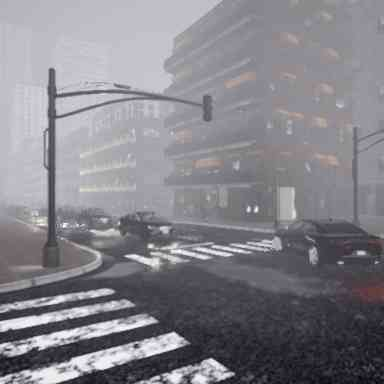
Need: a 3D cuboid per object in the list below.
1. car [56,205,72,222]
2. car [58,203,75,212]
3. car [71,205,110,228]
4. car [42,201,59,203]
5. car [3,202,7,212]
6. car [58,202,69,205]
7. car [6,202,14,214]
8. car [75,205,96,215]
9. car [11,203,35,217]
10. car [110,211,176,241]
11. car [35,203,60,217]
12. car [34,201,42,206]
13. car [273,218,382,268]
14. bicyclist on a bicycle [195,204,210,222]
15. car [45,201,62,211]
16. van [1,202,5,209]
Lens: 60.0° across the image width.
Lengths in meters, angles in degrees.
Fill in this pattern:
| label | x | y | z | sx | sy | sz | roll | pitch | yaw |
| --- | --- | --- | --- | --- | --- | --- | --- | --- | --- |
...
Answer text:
| label | x | y | z | sx | sy | sz | roll | pitch | yaw |
| --- | --- | --- | --- | --- | --- | --- | --- | --- | --- |
| car | -13.183 | 2.368 | 35.135 | 1.895 | 1.301 | 4.718 | 0 | -1 | -34 |
| car | -22.269 | 2.799 | 59.070 | 1.752 | 1.417 | 4.829 | -1 | -1 | -34 |
| car | -8.002 | 2.077 | 27.389 | 2.128 | 1.511 | 4.902 | 0 | -1 | -34 |
| car | -23.248 | 2.698 | 55.716 | 1.882 | 1.535 | 5.008 | 0 | -1 | -34 |
| car | -29.125 | 2.793 | 54.307 | 2.008 | 1.369 | 4.403 | -1 | -1 | -34 |
| car | -17.712 | 2.591 | 47.524 | 1.994 | 1.385 | 4.181 | 0 | -1 | -33 |
| car | -26.009 | 2.573 | 49.655 | 1.967 | 1.590 | 4.097 | -1 | -1 | -34 |
| car | -15.938 | 2.633 | 49.622 | 1.802 | 1.307 | 4.206 | -1 | -1 | -34 |
| car | -22.889 | 2.605 | 45.000 | 1.802 | 1.307 | 4.206 | -1 | -1 | -34 |
| car | -2.745 | 1.893 | 19.569 | 2.128 | 1.511 | 4.902 | 0 | -1 | -34 |
| car | -18.674 | 2.524 | 43.381 | 1.994 | 1.385 | 4.181 | 0 | -1 | -34 |
| car | -34.650 | 3.023 | 77.544 | 2.192 | 1.841 | 5.009 | -1 | -1 | -34 |
| car | 4.636 | 1.686 | 12.212 | 1.882 | 1.535 | 5.008 | 1 | -1 | -8 |
| bicyclist on a bicycle | 0.925 | 1.857 | 29.751 | 1.656 | 1.620 | 0.582 | 0 | -1 | -34 |
| car | -28.414 | 2.804 | 68.237 | 2.192 | 1.841 | 5.009 | -1 | -1 | -34 |
| van | -32.247 | 2.693 | 58.962 | 1.690 | 1.788 | 3.998 | -1 | -1 | -34 |
